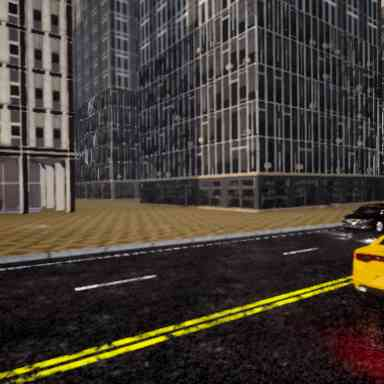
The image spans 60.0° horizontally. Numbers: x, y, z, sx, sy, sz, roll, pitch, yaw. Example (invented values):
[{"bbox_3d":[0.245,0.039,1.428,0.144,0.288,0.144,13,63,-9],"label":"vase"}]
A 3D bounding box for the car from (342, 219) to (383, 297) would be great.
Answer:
[{"bbox_3d":[5.615,1.453,7.445,5.008,1.535,1.882,-1,0,-35],"label":"car"}]

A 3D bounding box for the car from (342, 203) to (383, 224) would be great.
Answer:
[{"bbox_3d":[10.641,1.450,19.251,4.892,1.490,1.837,0,0,-35],"label":"car"}]
